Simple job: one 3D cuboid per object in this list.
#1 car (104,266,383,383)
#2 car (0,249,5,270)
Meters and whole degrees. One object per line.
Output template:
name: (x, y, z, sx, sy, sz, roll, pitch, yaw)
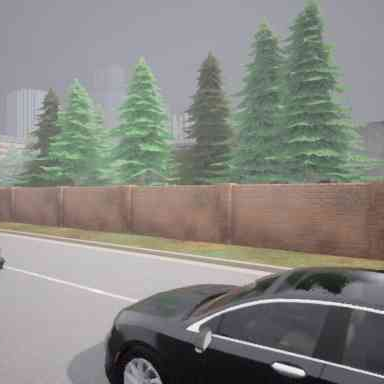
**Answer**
car: (1.246, 1.505, 3.105, 4.892, 1.490, 1.837, 0, 0, 35)
car: (-7.270, 1.548, 9.158, 5.357, 1.411, 2.033, 0, 0, 35)
